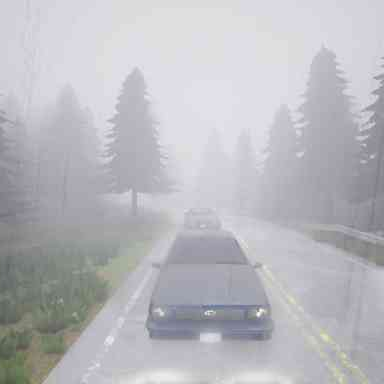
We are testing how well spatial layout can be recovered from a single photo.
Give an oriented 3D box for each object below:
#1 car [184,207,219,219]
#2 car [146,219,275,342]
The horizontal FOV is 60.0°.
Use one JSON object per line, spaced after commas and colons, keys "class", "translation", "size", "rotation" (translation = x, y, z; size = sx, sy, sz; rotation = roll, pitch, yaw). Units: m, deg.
{"class": "car", "translation": [0.519, 1.584, 19.254], "size": [1.994, 1.385, 4.181], "rotation": [0, 0, -2]}
{"class": "car", "translation": [0.302, 1.558, 7.101], "size": [2.033, 1.411, 5.357], "rotation": [0, 0, 1]}
